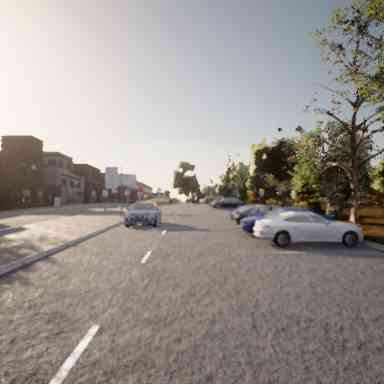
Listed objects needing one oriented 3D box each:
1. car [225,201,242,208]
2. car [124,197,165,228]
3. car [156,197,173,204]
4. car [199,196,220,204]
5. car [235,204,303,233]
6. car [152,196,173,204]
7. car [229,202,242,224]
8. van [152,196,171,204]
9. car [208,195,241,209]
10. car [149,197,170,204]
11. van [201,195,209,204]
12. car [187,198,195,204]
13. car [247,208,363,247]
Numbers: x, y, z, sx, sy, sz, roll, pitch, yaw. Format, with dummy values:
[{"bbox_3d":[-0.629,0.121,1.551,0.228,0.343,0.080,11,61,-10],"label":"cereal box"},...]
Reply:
[{"bbox_3d":[5.089,1.640,24.489,4.674,1.452,2.002,0,0,0],"label":"car"},{"bbox_3d":[-3.286,1.465,23.095,2.097,1.767,4.553,0,0,1],"label":"car"},{"bbox_3d":[-7.516,2.400,91.426,4.553,1.767,2.185,0,-2,-1],"label":"car"},{"bbox_3d":[4.719,2.205,89.421,5.566,2.045,2.435,0,-2,-1],"label":"car"},{"bbox_3d":[5.096,1.568,17.940,5.008,1.535,2.097,0,0,0],"label":"car"},{"bbox_3d":[-7.545,1.989,73.330,5.366,1.575,1.946,0,-1,0],"label":"car"},{"bbox_3d":[5.086,1.585,21.213,4.892,1.521,2.231,0,0,0],"label":"car"},{"bbox_3d":[-7.294,1.910,79.291,4.442,1.987,1.878,0,-2,0],"label":"van"},{"bbox_3d":[5.131,1.593,48.825,4.553,1.767,2.185,0,0,0],"label":"car"},{"bbox_3d":[-7.354,1.931,76.251,4.553,1.767,2.185,0,-1,0],"label":"car"},{"bbox_3d":[4.796,1.755,72.791,4.442,1.987,1.878,0,-1,0],"label":"van"},{"bbox_3d":[-0.244,2.156,80.282,1.837,1.490,4.892,0,-2,0],"label":"car"},{"bbox_3d":[5.087,1.592,14.791,4.674,1.452,2.002,0,0,0],"label":"car"}]
